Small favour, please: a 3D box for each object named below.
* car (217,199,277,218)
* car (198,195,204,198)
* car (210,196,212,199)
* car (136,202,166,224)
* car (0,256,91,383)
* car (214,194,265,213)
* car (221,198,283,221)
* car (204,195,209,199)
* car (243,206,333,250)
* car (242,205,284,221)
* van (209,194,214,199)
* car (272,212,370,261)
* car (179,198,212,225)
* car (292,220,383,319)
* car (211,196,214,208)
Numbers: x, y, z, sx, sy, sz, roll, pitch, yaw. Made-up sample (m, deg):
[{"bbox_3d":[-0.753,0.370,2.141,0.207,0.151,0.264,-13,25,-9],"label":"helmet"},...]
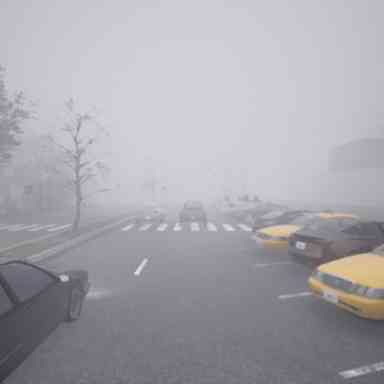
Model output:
[{"bbox_3d":[5.048,1.470,30.531,5.008,1.535,2.097,1,0,-20],"label":"car"},{"bbox_3d":[0.064,1.505,40.196,2.128,1.511,4.902,0,0,0],"label":"car"},{"bbox_3d":[5.060,1.532,39.494,4.792,1.488,2.163,1,-1,-20],"label":"car"},{"bbox_3d":[-2.922,1.492,24.402,1.812,1.442,4.674,0,0,0],"label":"car"},{"bbox_3d":[-2.903,1.540,4.096,2.033,1.411,5.357,0,0,0],"label":"car"},{"bbox_3d":[5.074,1.212,27.567,5.566,2.045,2.435,1,0,-20],"label":"car"},{"bbox_3d":[5.057,1.460,24.565,4.892,1.521,2.231,1,0,-20],"label":"car"},{"bbox_3d":[4.856,1.521,45.379,5.366,1.575,1.946,1,0,-20],"label":"car"},{"bbox_3d":[4.885,1.458,12.576,5.366,1.575,1.946,1,0,-20],"label":"car"},{"bbox_3d":[5.051,1.499,15.624,4.674,1.452,2.002,1,0,-20],"label":"car"},{"bbox_3d":[4.926,1.287,42.421,4.442,1.987,1.878,1,0,-20],"label":"van"},{"bbox_3d":[5.087,1.502,9.671,4.792,1.488,2.163,1,0,-20],"label":"car"},{"bbox_3d":[0.076,1.458,23.509,2.128,1.511,4.902,0,0,0],"label":"car"},{"bbox_3d":[4.890,1.475,6.609,5.366,1.575,1.946,1,0,-20],"label":"car"},{"bbox_3d":[5.211,1.489,36.564,5.366,1.575,1.946,1,-1,-20],"label":"car"}]
